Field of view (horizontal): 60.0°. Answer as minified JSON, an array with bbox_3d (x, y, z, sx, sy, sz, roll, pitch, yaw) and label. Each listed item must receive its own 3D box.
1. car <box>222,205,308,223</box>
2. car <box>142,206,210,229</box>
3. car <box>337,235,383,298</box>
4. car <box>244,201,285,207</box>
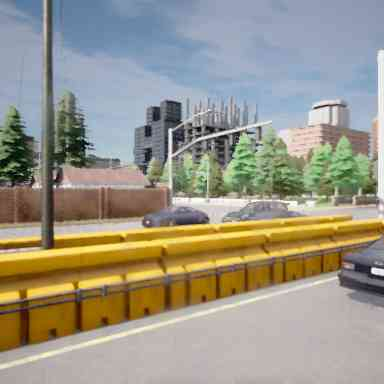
[{"bbox_3d":[3.800,1.547,15.210,5.357,1.411,2.033,0,0,-35],"label":"car"},{"bbox_3d":[-0.924,1.564,20.432,4.181,1.385,1.994,0,0,-35],"label":"car"},{"bbox_3d":[5.567,1.547,7.715,5.357,1.411,2.033,0,0,-36],"label":"car"},{"bbox_3d":[3.922,1.363,19.559,4.553,1.767,2.097,0,0,-35],"label":"car"}]
